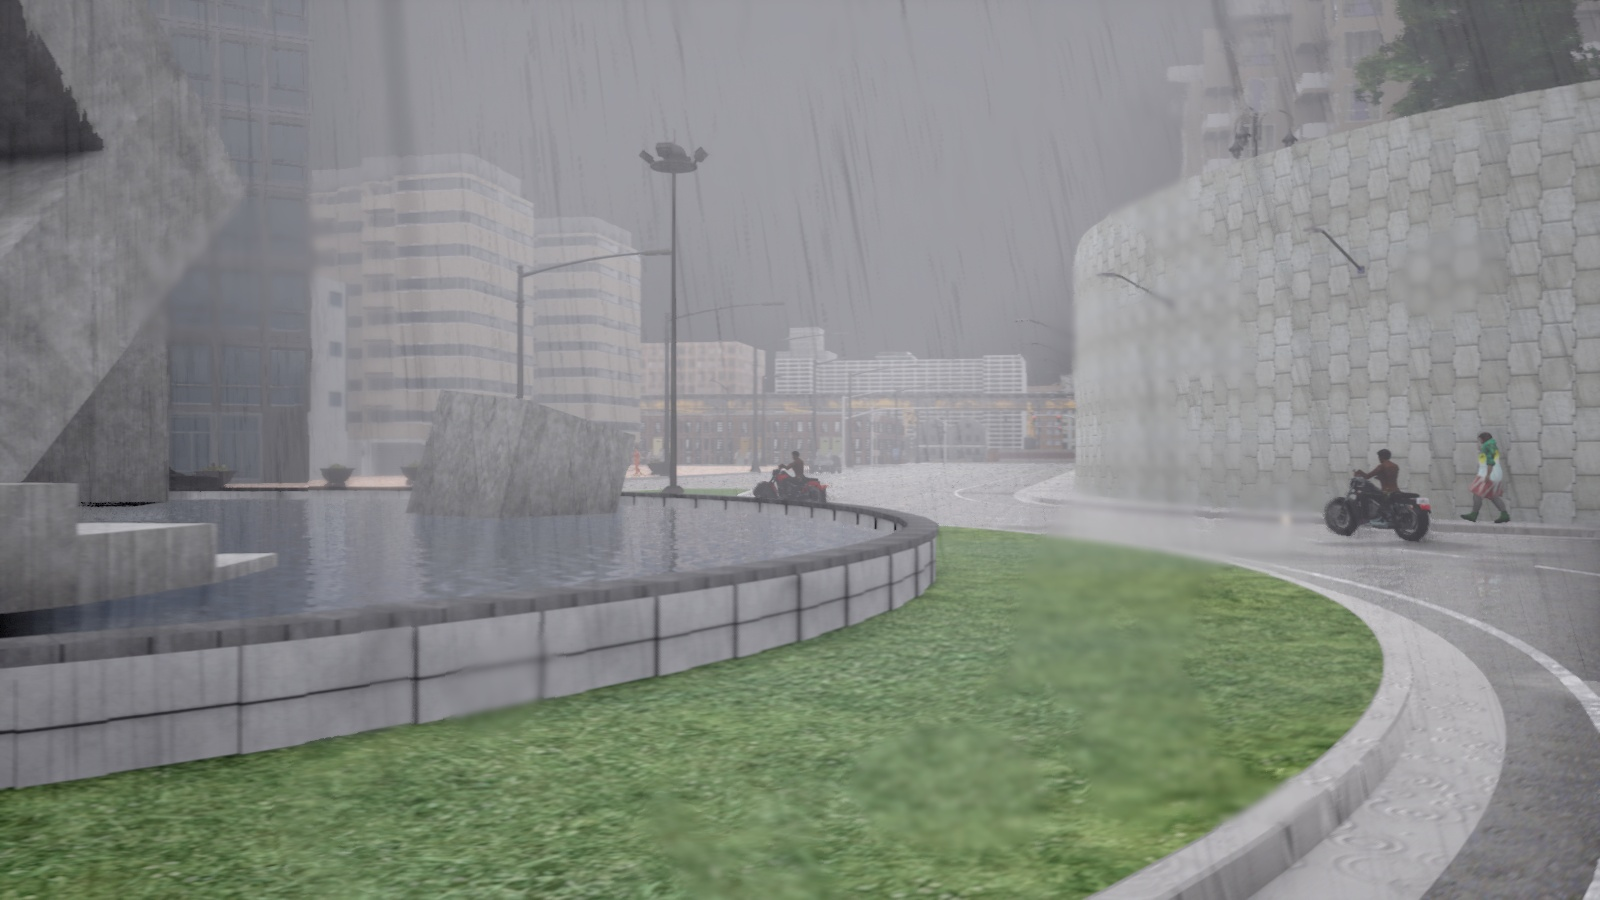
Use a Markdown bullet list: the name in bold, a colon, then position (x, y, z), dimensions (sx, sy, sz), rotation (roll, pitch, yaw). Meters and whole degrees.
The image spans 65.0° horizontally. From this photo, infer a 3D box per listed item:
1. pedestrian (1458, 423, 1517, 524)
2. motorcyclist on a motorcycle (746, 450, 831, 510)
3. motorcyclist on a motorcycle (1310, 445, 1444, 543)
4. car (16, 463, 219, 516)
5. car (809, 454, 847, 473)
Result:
- **pedestrian**: position (13.598, 0.453, 24.837), dimensions (0.873, 1.952, 0.659), rotation (0, 0, 43)
- **motorcyclist on a motorcycle**: position (-0.336, 0.830, 35.405), dimensions (2.350, 1.649, 0.766), rotation (-1, 0, 32)
- **motorcyclist on a motorcycle**: position (10.258, 0.749, 22.435), dimensions (0.766, 1.649, 2.350), rotation (-1, 0, -18)
- **car**: position (-18.444, 1.030, 34.046), dimensions (4.718, 1.301, 1.895), rotation (0, 0, -30)
- **car**: position (2.226, 1.059, 99.250), dimensions (2.007, 1.525, 4.514), rotation (0, 0, 14)
